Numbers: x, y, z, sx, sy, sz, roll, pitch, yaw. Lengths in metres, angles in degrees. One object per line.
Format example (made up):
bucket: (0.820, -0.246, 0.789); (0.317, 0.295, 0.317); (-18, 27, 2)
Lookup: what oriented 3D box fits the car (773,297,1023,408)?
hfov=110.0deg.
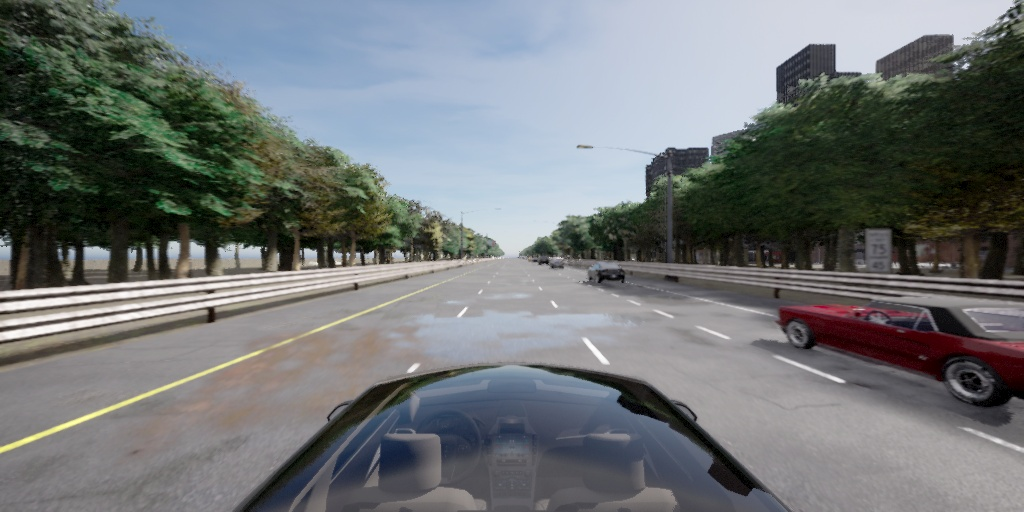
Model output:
car: (6.998, 1.352, 6.149); (1.895, 1.301, 4.718); (0, 0, 0)

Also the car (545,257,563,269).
car: (7.009, 1.283, 57.024); (2.128, 1.511, 4.902); (0, 0, 0)

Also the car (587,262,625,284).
car: (6.996, 1.237, 27.077); (1.882, 1.535, 5.008); (0, 0, 0)
